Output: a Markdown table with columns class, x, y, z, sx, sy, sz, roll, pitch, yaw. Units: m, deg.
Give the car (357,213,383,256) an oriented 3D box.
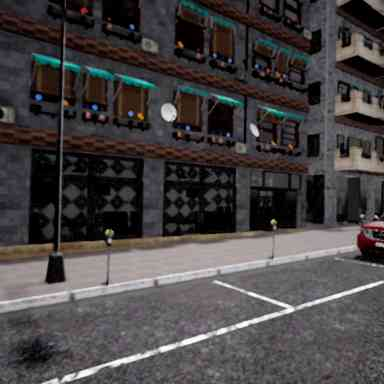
| class | x | y | z | sx | sy | sz | roll | pitch | yaw |
| --- | --- | --- | --- | --- | --- | --- | --- | --- | --- |
| car | 8.249 | 1.445 | 12.417 | 5.009 | 1.841 | 2.192 | 1 | 1 | -35 |
